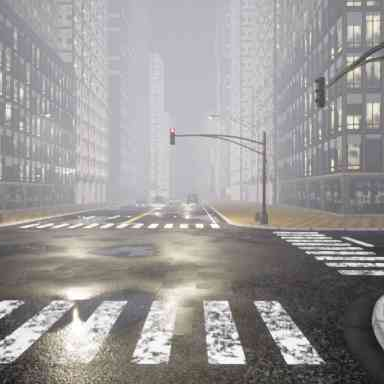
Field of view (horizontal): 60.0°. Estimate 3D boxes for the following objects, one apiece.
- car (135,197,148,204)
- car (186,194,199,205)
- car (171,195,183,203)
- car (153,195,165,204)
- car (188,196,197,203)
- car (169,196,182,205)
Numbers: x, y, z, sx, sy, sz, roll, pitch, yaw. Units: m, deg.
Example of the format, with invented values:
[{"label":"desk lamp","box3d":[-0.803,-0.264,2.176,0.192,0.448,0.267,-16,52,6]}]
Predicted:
[{"label":"car","box3d":[-9.628,1.663,64.384,2.033,1.411,5.357,0,0,0]},{"label":"car","box3d":[0.115,1.322,60.229,2.150,2.045,5.566,0,0,0]},{"label":"car","box3d":[-3.117,1.495,70.205,2.128,1.511,4.902,0,0,0]},{"label":"car","box3d":[-6.378,1.468,64.409,2.097,1.767,4.553,0,0,0]},{"label":"car","box3d":[0.134,1.540,70.616,1.994,1.385,4.181,0,0,0]},{"label":"car","box3d":[-3.136,1.702,60.233,1.895,1.301,4.718,0,0,0]}]
